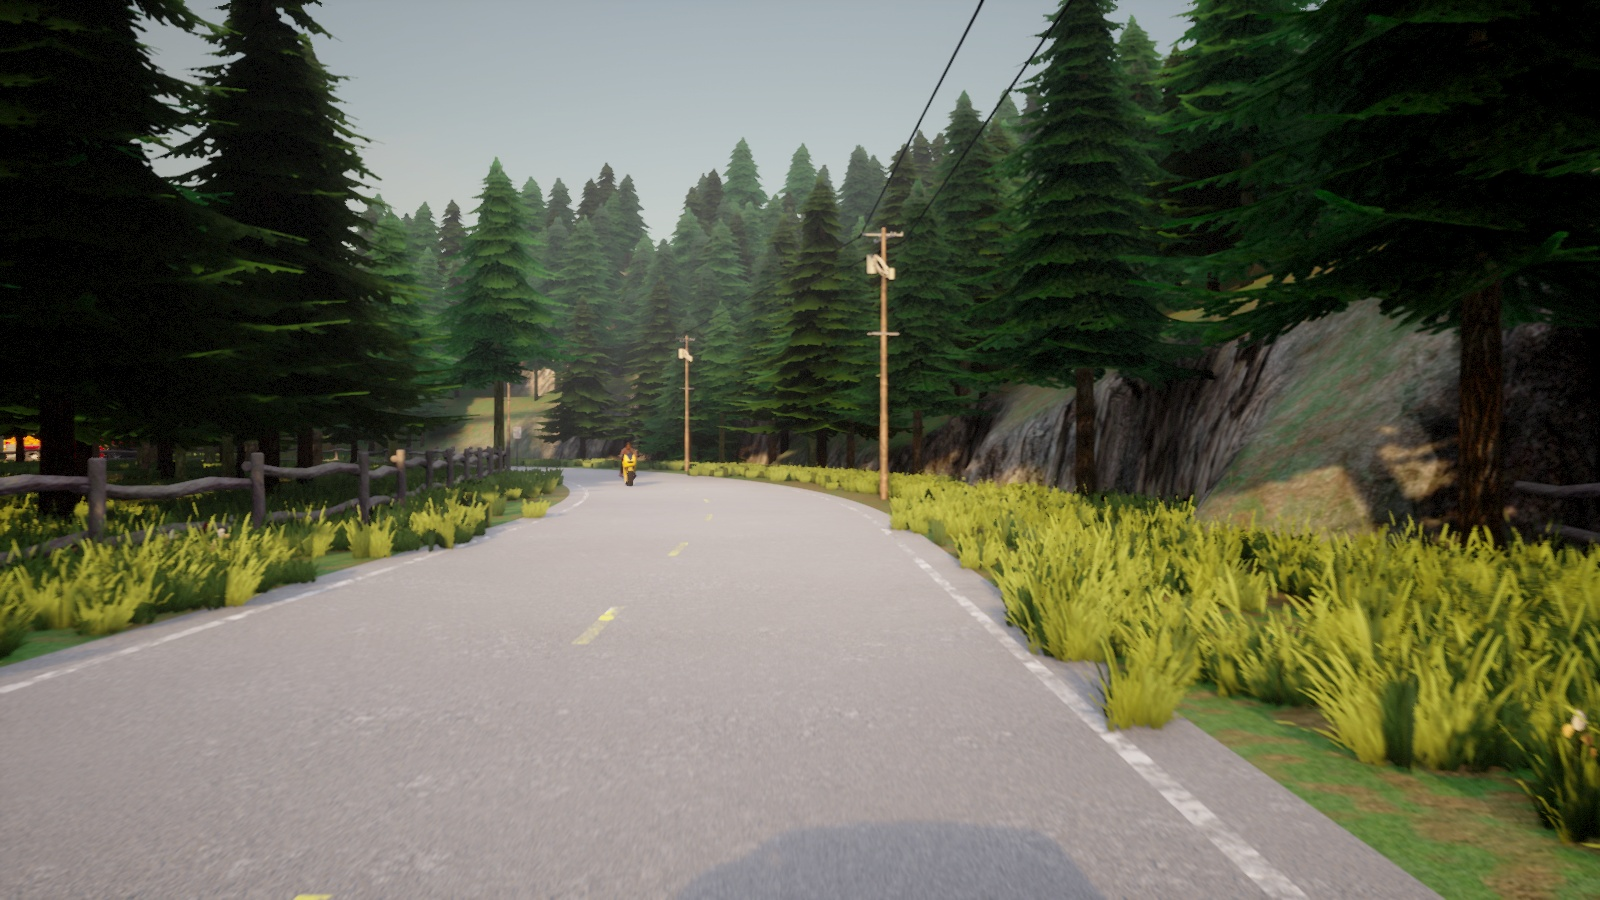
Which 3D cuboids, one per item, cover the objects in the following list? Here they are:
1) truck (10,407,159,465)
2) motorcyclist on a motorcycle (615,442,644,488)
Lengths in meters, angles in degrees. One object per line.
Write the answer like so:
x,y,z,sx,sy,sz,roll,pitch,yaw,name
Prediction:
-49.000,-0.940,86.248,8.468,3.827,2.891,0,0,-15,truck
-5.824,0.484,42.754,0.797,1.523,2.044,0,0,-13,motorcyclist on a motorcycle
